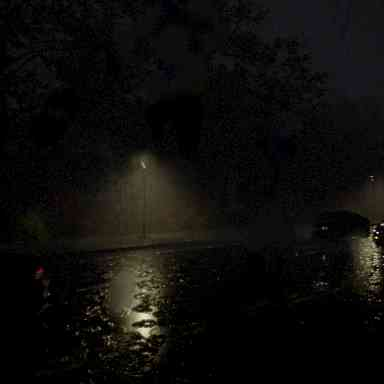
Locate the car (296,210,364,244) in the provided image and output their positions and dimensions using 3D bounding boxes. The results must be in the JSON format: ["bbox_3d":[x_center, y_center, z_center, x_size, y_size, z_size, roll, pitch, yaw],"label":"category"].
[{"bbox_3d":[7.247,1.654,16.793,4.674,1.442,1.812,1,0,-35],"label":"car"}]

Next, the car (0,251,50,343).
[{"bbox_3d":[-4.542,1.481,4.419,4.902,1.511,2.128,1,0,-36],"label":"car"}]

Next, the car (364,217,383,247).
[{"bbox_3d":[9.881,1.643,14.672,4.892,1.490,1.837,1,-1,-35],"label":"car"}]
